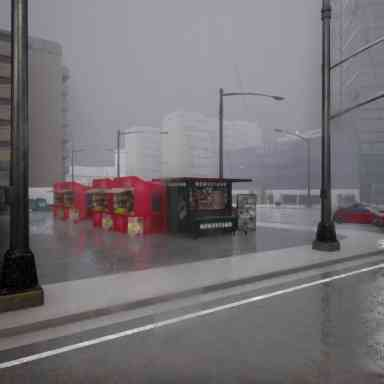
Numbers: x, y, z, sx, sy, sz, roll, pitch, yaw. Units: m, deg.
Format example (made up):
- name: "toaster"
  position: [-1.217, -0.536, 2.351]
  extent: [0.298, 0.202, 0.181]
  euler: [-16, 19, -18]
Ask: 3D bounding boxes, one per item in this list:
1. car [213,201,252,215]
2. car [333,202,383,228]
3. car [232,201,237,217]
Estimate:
- name: "car"
  position: [4.628, 1.789, 38.726]
  extent: [1.812, 1.442, 4.674]
  euler: [0, -1, -36]
- name: "car"
  position: [11.885, 1.627, 22.709]
  extent: [1.994, 1.385, 4.181]
  euler: [0, 0, -35]
- name: "car"
  position: [4.139, 1.734, 33.436]
  extent: [1.812, 1.442, 4.674]
  euler: [0, -1, -36]
